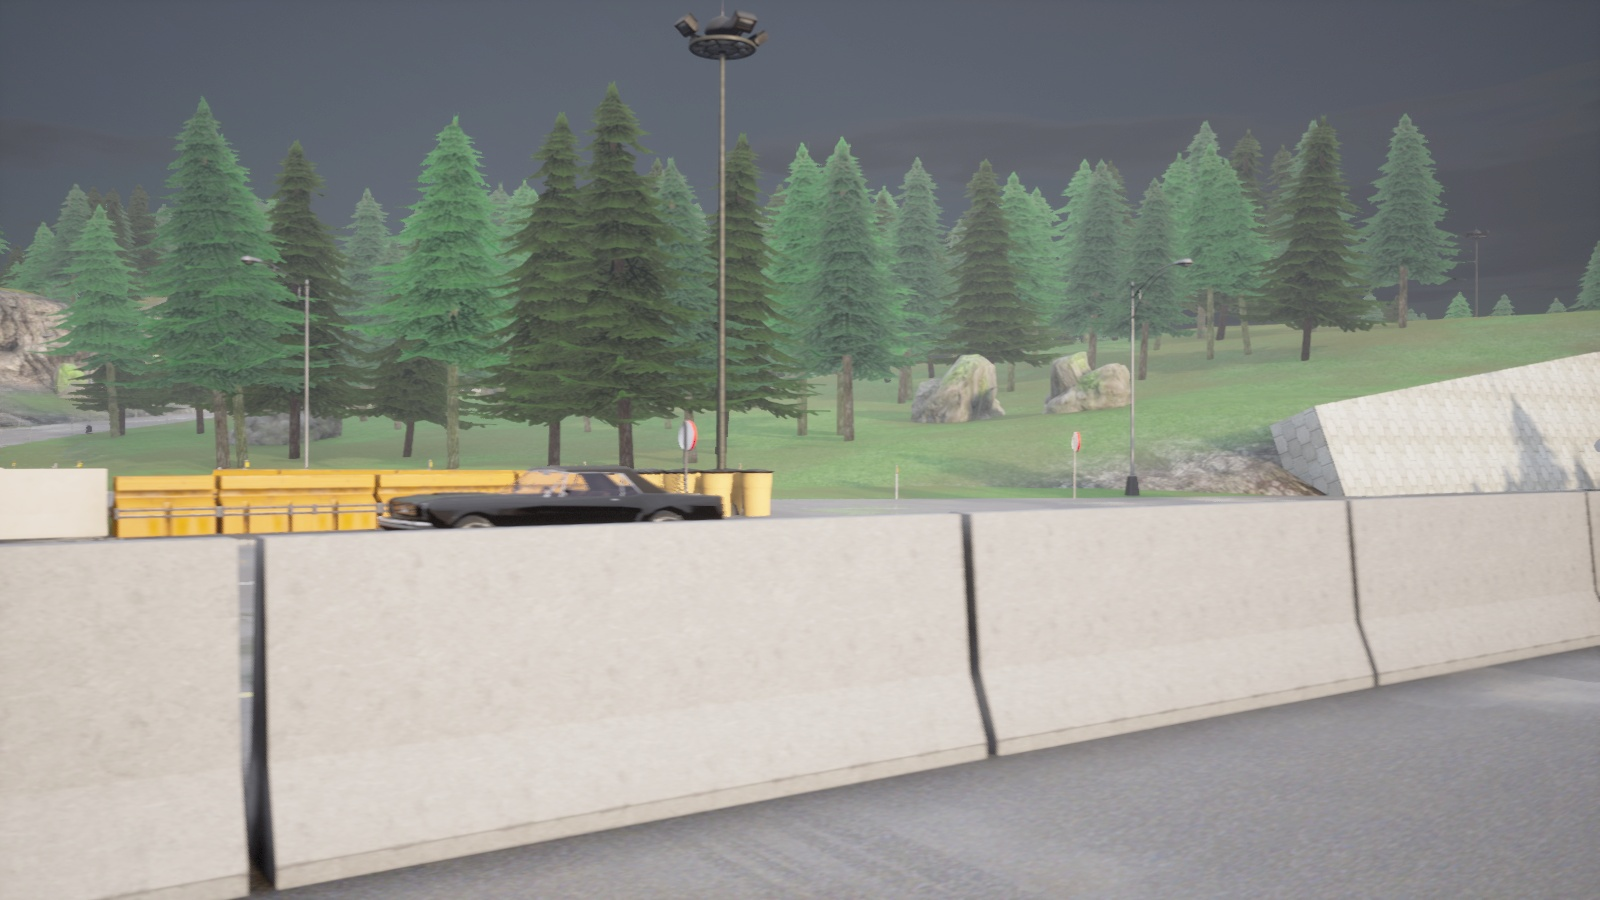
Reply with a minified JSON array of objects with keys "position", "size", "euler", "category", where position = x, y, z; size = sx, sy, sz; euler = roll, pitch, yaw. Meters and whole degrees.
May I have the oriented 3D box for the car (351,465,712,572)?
[{"position":[-3.781,0.897,18.084],"size":[4.718,1.301,1.895],"euler":[0,0,-35],"category":"car"}]
